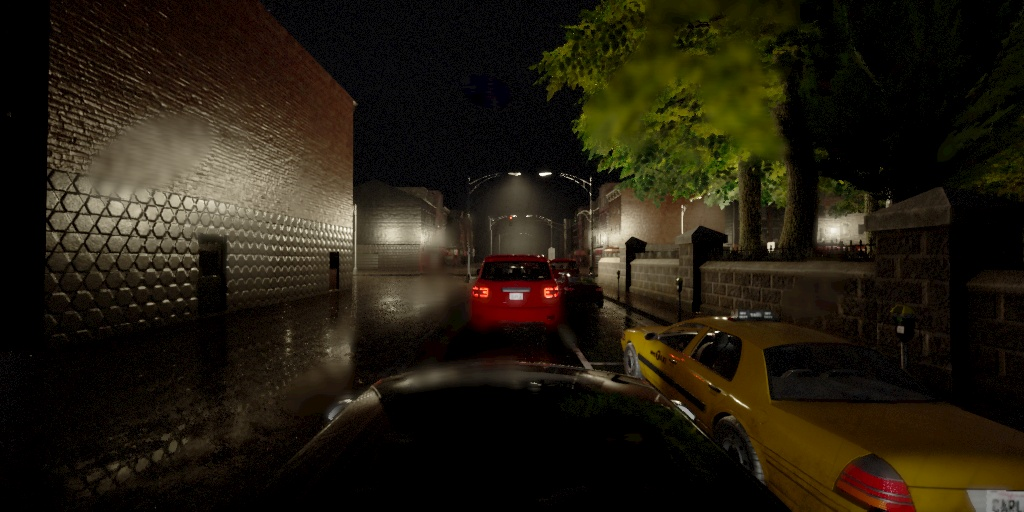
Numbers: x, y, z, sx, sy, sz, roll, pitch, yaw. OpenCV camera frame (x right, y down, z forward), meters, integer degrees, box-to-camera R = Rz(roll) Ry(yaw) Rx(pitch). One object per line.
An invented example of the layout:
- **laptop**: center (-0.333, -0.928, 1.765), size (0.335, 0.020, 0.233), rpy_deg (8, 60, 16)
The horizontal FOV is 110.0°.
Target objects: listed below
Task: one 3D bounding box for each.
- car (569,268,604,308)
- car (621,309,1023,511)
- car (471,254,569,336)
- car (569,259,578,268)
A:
- **car**: center (2.633, 1.339, 14.928), size (1.802, 1.307, 4.207), rpy_deg (0, 0, 0)
- **car**: center (2.637, 1.276, 4.200), size (1.751, 1.417, 4.829), rpy_deg (0, 0, 0)
- **car**: center (0.096, 0.975, 10.515), size (2.150, 2.045, 5.566), rpy_deg (0, 0, 0)
- **car**: center (2.631, 1.078, 20.377), size (2.192, 1.841, 5.009), rpy_deg (0, 0, 0)
